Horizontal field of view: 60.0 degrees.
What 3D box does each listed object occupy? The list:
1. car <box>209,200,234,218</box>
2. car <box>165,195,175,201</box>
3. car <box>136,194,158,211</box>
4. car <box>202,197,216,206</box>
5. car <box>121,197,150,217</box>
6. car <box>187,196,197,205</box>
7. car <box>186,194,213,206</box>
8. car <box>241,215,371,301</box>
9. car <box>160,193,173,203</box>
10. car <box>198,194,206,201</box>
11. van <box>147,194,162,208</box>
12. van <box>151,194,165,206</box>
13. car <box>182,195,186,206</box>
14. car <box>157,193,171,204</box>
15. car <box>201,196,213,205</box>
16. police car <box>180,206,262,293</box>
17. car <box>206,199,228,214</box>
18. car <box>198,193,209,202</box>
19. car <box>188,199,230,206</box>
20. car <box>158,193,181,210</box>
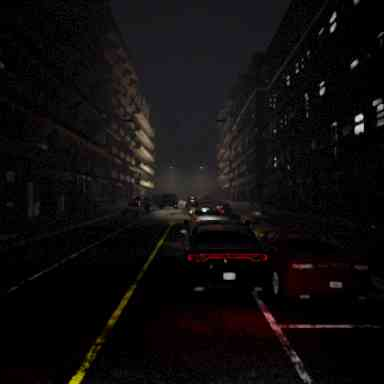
[{"bbox_3d":[2.589,1.480,30.314,1.887,1.381,4.507,1,0,0],"label":"car"},{"bbox_3d":[-5.283,1.493,80.154,1.947,1.339,4.313,1,0,0],"label":"car"},{"bbox_3d":[-5.284,1.243,35.910,2.192,1.841,5.009,2,0,0],"label":"car"},{"bbox_3d":[2.594,1.460,52.438,1.887,1.381,4.507,1,0,0],"label":"car"},{"bbox_3d":[-5.290,1.461,30.209,1.752,1.417,4.829,2,0,0],"label":"car"},{"bbox_3d":[0.011,1.420,59.586,1.837,1.490,4.892,0,0,0],"label":"car"},{"bbox_3d":[0.828,1.295,24.834,2.097,1.767,4.553,0,0,0],"label":"car"},{"bbox_3d":[2.586,1.522,8.192,1.887,1.381,4.507,1,0,0],"label":"car"},{"bbox_3d":[-5.278,1.234,69.091,2.192,1.841,5.009,1,0,0],"label":"car"},{"bbox_3d":[2.567,1.375,85.625,1.967,1.590,4.097,1,0,0],"label":"car"},{"bbox_3d":[-5.282,1.258,46.969,1.690,1.788,3.998,2,0,0],"label":"van"},{"bbox_3d":[-5.282,1.257,52.501,1.690,1.788,3.998,1,0,0],"label":"van"},{"bbox_3d":[0.015,1.466,45.378,2.033,1.411,5.357,0,0,0],"label":"car"},{"bbox_3d":[-5.280,1.232,63.562,2.192,1.841,5.009,1,0,0],"label":"car"},{"bbox_3d":[2.594,1.460,57.968,1.887,1.381,4.507,1,0,0],"label":"car"},{"bbox_3d":[0.710,1.401,8.967,1.930,1.638,5.238,0,0,0],"label":"police car"},{"bbox_3d":[2.590,1.479,35.846,2.008,1.369,4.403,1,0,0],"label":"car"},{"bbox_3d":[2.568,1.237,74.562,2.192,1.841,5.009,1,0,0],"label":"car"},{"bbox_3d":[0.828,1.409,19.053,1.801,1.575,5.366,0,0,0],"label":"car"},{"bbox_3d":[-2.839,1.143,41.701,2.150,2.045,5.566,0,0,0],"label":"car"}]
